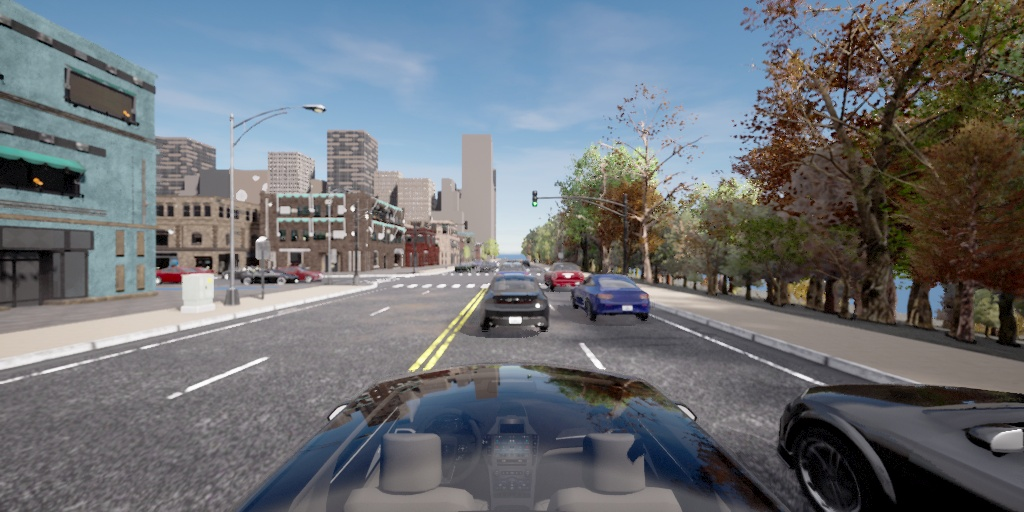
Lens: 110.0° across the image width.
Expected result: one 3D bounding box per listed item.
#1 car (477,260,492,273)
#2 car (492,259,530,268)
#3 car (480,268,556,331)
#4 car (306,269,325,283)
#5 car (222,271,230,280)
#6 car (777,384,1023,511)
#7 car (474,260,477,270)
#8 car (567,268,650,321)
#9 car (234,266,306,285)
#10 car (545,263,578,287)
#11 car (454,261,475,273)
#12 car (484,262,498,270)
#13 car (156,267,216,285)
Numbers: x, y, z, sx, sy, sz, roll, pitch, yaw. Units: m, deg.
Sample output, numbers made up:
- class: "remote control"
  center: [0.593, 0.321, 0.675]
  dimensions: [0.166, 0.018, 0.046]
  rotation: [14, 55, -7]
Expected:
- class: "car"
  center: [-3.531, 1.535, 50.509]
  dimensions: [1.837, 1.490, 4.892]
  rotation: [0, 0, -2]
- class: "car"
  center: [0.033, 1.223, 22.507]
  dimensions: [2.097, 1.767, 4.553]
  rotation: [0, 0, 0]
- class: "car"
  center: [0.070, 1.312, 11.161]
  dimensions: [1.837, 1.490, 4.892]
  rotation: [0, 0, 0]
- class: "car"
  center: [-19.506, 1.673, 32.451]
  dimensions: [4.674, 1.442, 1.812]
  rotation: [-1, 0, -2]
- class: "car"
  center: [-28.402, 1.776, 38.217]
  dimensions: [4.403, 1.370, 2.007]
  rotation: [0, 0, 0]
- class: "car"
  center: [3.354, 1.313, 1.448]
  dimensions: [1.994, 1.385, 4.181]
  rotation: [0, 0, 0]
- class: "car"
  center: [-6.772, 1.680, 59.272]
  dimensions: [1.895, 1.301, 4.718]
  rotation: [0, 0, 0]
- class: "car"
  center: [3.313, 1.339, 12.636]
  dimensions: [1.812, 1.442, 4.674]
  rotation: [0, 0, 0]
- class: "car"
  center: [-20.040, 1.730, 29.733]
  dimensions: [4.313, 1.339, 1.948]
  rotation: [0, 0, 0]
- class: "car"
  center: [3.280, 1.227, 23.169]
  dimensions: [2.097, 1.767, 4.553]
  rotation: [0, 0, 0]
- class: "car"
  center: [-6.754, 1.629, 50.099]
  dimensions: [1.895, 1.301, 4.718]
  rotation: [0, 0, 2]
- class: "car"
  center: [-3.524, 1.650, 60.465]
  dimensions: [1.994, 1.385, 4.181]
  rotation: [0, 0, 0]
- class: "car"
  center: [-29.736, 1.742, 32.423]
  dimensions: [5.008, 1.535, 1.882]
  rotation: [-1, 0, 0]
